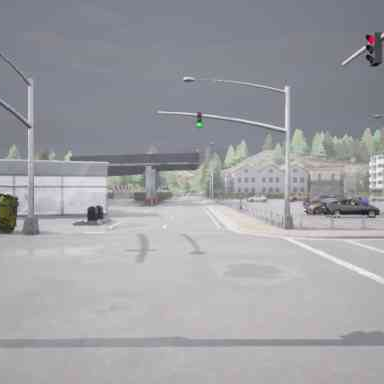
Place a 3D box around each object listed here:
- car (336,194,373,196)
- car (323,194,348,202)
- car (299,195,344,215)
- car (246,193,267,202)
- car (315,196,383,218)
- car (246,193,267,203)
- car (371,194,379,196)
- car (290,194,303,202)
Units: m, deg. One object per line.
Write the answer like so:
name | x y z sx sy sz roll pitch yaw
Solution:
car | 20.504 1.320 42.510 3.633 1.501 1.845 0 0 -1
car | 31.069 1.298 71.973 4.514 1.523 2.007 0 0 -1
car | 12.911 1.330 30.612 5.027 1.636 2.152 0 0 -1
car | 13.215 1.077 68.197 3.866 1.878 1.905 0 0 -1
car | 12.984 1.340 27.476 4.514 1.523 2.007 0 0 -1
car | 12.627 1.361 64.868 3.806 1.475 1.970 0 0 -1
car | 38.143 1.232 68.358 3.806 1.475 1.970 0 0 -1
car | 21.105 1.097 64.964 4.605 1.855 1.932 0 0 -1
